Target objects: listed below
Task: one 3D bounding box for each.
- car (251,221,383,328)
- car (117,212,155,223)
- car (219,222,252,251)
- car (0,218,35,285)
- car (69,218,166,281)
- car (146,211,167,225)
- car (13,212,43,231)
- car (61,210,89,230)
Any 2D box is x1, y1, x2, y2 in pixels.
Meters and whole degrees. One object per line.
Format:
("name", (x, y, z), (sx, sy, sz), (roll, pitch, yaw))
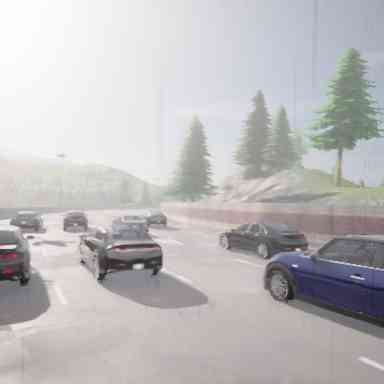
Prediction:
("car", (3.614, 1.682, 7.042), (2.097, 1.767, 4.553), (2, -2, -30))
("car", (-4.523, 2.281, 23.702), (2.033, 1.411, 5.357), (2, -2, -22))
("car", (3.091, 2.111, 15.382), (1.837, 1.490, 4.892), (2, -2, -27))
("car", (-5.810, 1.733, 9.766), (1.837, 1.490, 4.892), (2, -2, -27))
("car", (-2.546, 1.832, 11.058), (2.128, 1.511, 4.902), (2, -2, -27))
("car", (-3.753, 2.520, 31.807), (2.128, 1.511, 4.902), (2, -2, -19))
("car", (-12.658, 2.192, 25.561), (1.994, 1.385, 4.181), (2, -2, -20))
("car", (-9.565, 2.256, 27.253), (1.837, 1.490, 4.892), (2, -2, -20))
